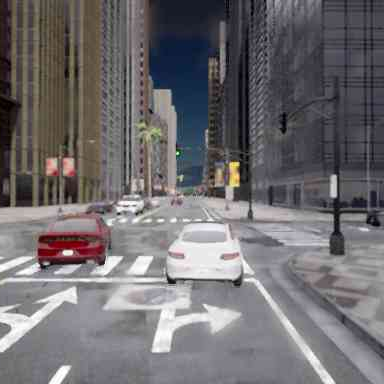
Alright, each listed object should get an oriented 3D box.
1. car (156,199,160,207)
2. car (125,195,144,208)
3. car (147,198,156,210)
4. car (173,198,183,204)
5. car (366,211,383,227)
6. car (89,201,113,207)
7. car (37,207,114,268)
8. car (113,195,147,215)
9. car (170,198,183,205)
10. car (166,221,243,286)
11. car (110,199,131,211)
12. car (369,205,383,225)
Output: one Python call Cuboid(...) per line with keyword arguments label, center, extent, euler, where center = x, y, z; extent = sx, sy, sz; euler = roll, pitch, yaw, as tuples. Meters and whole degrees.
Cuboid(label="car", center=(-6.437, 1.804, 55.515), extent=(1.812, 1.442, 4.674), euler=(0, 0, 0))
Cuboid(label="car", center=(-9.687, 1.505, 56.288), extent=(2.150, 2.045, 5.566), euler=(0, 0, 0))
Cuboid(label="car", center=(-6.518, 1.719, 45.558), extent=(1.837, 1.490, 4.892), euler=(0, 0, 1))
Cuboid(label="car", center=(-3.164, 1.971, 75.419), extent=(1.994, 1.385, 4.181), euler=(0, 0, 0))
Cuboid(label="car", center=(13.221, 1.582, 20.772), extent=(4.181, 1.385, 1.994), euler=(0, -1, -1))
Cuboid(label="car", center=(-9.807, 1.705, 35.806), extent=(2.033, 1.411, 5.357), euler=(0, 0, 0))
Cuboid(label="car", center=(-3.865, 1.507, 11.506), extent=(1.882, 1.535, 5.008), euler=(0, 0, -11))
Cuboid(label="car", center=(-6.558, 1.379, 35.845), extent=(2.150, 2.045, 5.566), euler=(0, 0, 0))
Cuboid(label="car", center=(-3.176, 1.871, 65.115), extent=(1.812, 1.442, 4.674), euler=(0, 0, 0))
Cuboid(label="car", center=(0.429, 1.551, 9.400), extent=(1.812, 1.442, 4.674), euler=(0, 0, 5))
Cuboid(label="car", center=(-9.767, 1.740, 45.715), extent=(1.812, 1.442, 4.674), euler=(0, 0, 1))
Cuboid(label="car", center=(15.211, 1.606, 23.554), extent=(4.313, 1.339, 1.947), euler=(0, 0, -1))
